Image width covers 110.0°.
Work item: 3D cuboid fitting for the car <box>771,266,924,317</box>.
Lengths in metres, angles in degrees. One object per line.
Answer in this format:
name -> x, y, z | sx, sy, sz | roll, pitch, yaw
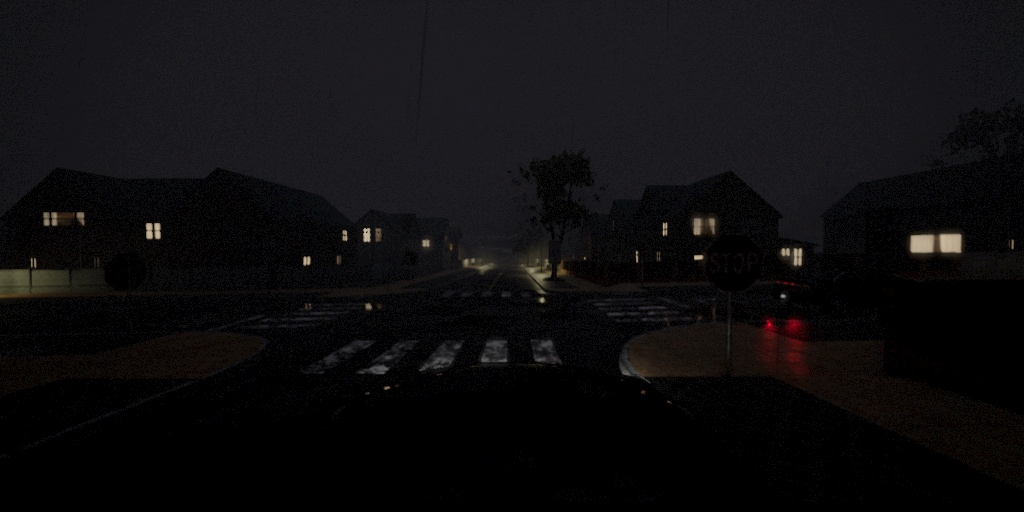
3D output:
car -> 11.423, 1.090, 11.893 | 4.902, 1.511, 2.128 | -1, 1, 0
